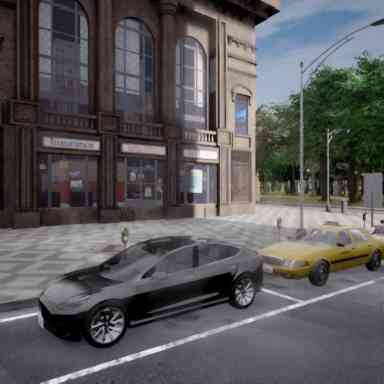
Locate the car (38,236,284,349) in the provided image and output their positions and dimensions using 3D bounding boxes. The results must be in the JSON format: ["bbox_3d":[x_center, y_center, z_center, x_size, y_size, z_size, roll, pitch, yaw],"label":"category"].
[{"bbox_3d":[-0.512,1.565,6.287,4.313,1.339,1.947,0,0,-36],"label":"car"}]

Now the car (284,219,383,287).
[{"bbox_3d":[3.775,1.524,9.348,4.829,1.417,1.752,0,0,-36],"label":"car"}]
